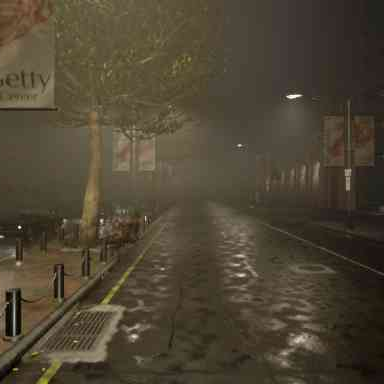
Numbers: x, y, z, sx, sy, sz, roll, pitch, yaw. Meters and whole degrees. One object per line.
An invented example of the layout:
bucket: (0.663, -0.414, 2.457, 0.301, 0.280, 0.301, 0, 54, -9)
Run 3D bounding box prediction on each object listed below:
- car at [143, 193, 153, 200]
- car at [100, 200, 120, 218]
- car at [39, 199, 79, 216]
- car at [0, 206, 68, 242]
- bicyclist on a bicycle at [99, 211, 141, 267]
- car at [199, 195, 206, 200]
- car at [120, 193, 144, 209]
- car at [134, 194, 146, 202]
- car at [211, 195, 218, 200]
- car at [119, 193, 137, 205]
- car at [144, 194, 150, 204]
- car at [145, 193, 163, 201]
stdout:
car: (-11.897, 1.202, 90.670, 2.150, 2.045, 5.566, 0, 0, 0)
car: (-8.226, 1.505, 30.041, 1.837, 1.490, 4.892, 0, 0, 0)
car: (-11.730, 1.564, 29.854, 1.994, 1.385, 4.181, 0, 0, 0)
car: (-8.135, 1.601, 16.451, 1.895, 1.301, 4.718, 0, 0, 0)
bicyclist on a bicycle: (-2.106, 1.309, 10.216, 1.620, 1.656, 0.582, -43, -28, 11)
car: (3.083, 1.540, 95.310, 2.033, 1.411, 5.357, 0, 0, 0)
car: (-8.294, 1.223, 45.045, 2.150, 2.045, 5.566, 0, 0, 0)
car: (-11.831, 1.355, 75.742, 2.097, 1.767, 4.553, 0, 0, 0)
car: (6.337, 1.595, 94.091, 1.895, 1.301, 4.718, 0, 0, 0)
car: (-11.824, 1.223, 61.618, 2.150, 2.045, 5.566, 0, 0, 0)
car: (-8.330, 1.526, 58.190, 1.812, 1.442, 4.674, 0, 0, 0)
car: (-8.321, 1.225, 73.578, 2.150, 2.045, 5.566, 0, 0, 0)
